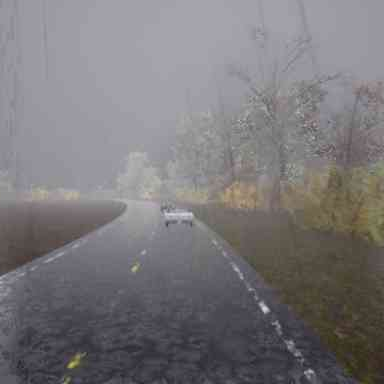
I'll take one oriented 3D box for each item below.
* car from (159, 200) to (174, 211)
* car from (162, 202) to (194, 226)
[{"bbox_3d":[-3.081,1.692,41.485,1.895,1.301,4.718,0,0,-8],"label":"car"},{"bbox_3d":[-0.990,1.654,23.652,1.895,1.301,4.718,0,0,-5],"label":"car"}]
